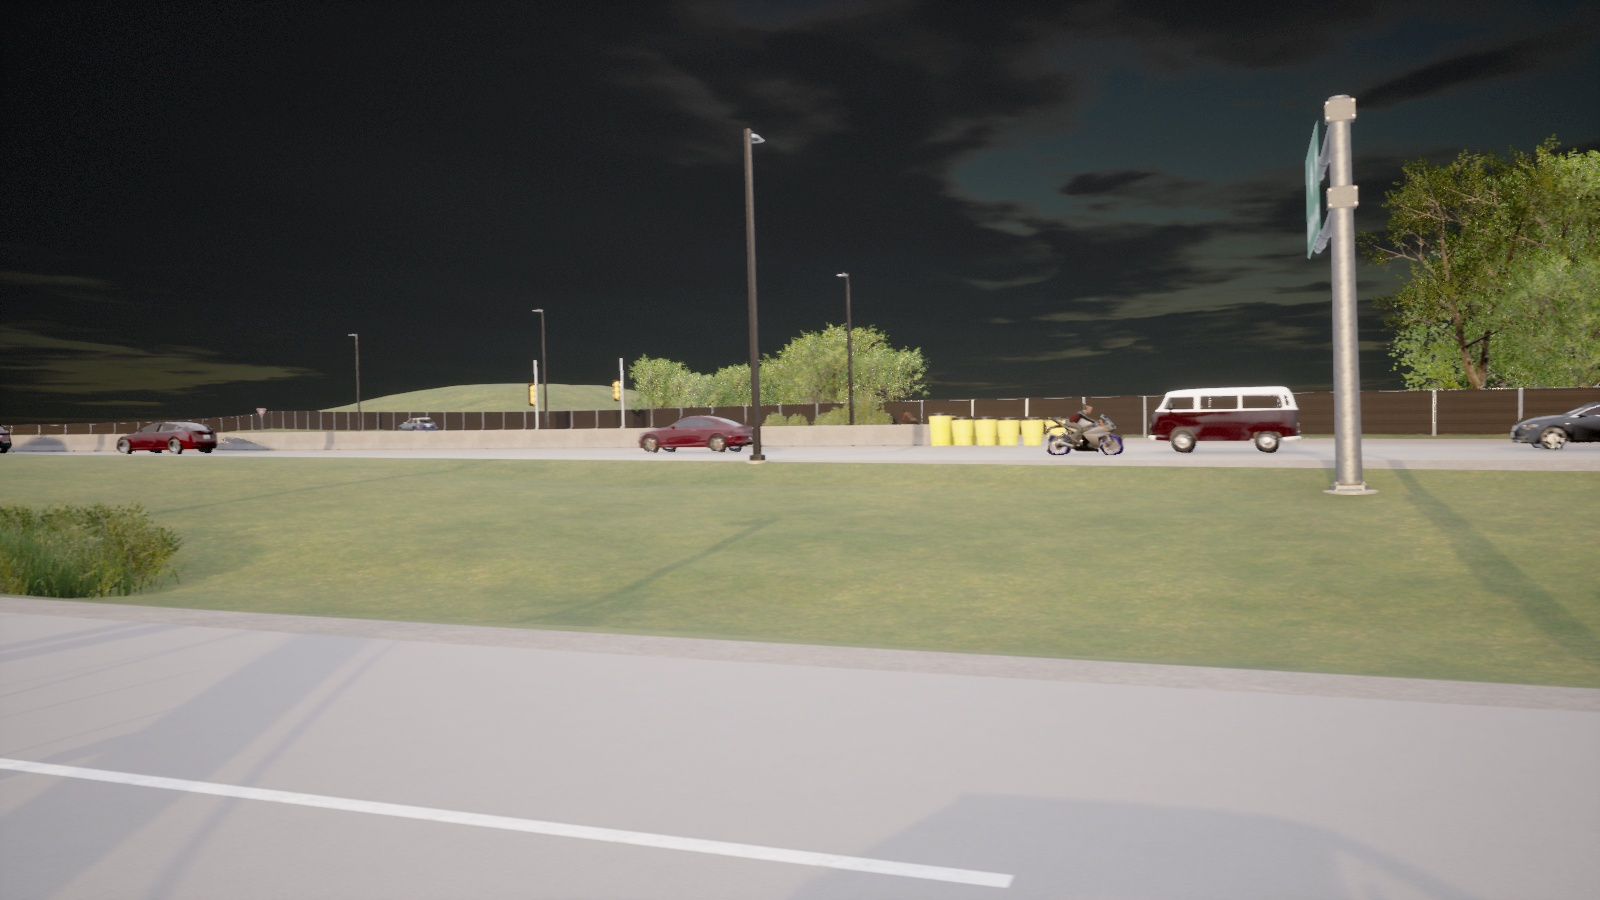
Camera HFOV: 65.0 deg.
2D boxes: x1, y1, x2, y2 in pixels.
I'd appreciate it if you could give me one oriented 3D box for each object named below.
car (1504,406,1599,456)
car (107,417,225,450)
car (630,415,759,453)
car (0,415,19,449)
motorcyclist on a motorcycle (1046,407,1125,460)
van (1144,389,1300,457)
[{"bbox_3d":[24.701,-0.598,38.778,4.902,1.511,2.128,0,1,20],"label":"car"},{"bbox_3d":[-29.371,-0.774,58.211,4.792,1.488,2.163,0,1,20],"label":"car"},{"bbox_3d":[-4.125,-0.639,49.142,4.674,1.442,1.812,0,1,20],"label":"car"},{"bbox_3d":[-41.651,-0.905,62.622,4.856,1.649,2.033,0,1,20],"label":"car"},{"bbox_3d":[8.450,-0.477,37.187,2.191,1.530,0.866,0,1,20],"label":"motorcyclist on a motorcycle"},{"bbox_3d":[13.152,-0.823,39.211,4.480,2.038,2.069,0,1,20],"label":"van"}]
